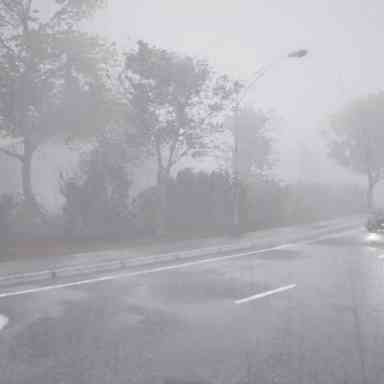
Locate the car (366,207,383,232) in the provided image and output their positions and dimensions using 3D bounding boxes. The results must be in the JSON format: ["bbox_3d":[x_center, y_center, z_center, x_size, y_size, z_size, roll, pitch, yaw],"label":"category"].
[{"bbox_3d":[11.677,1.567,19.331,1.994,1.385,4.181,0,0,43],"label":"car"}]
